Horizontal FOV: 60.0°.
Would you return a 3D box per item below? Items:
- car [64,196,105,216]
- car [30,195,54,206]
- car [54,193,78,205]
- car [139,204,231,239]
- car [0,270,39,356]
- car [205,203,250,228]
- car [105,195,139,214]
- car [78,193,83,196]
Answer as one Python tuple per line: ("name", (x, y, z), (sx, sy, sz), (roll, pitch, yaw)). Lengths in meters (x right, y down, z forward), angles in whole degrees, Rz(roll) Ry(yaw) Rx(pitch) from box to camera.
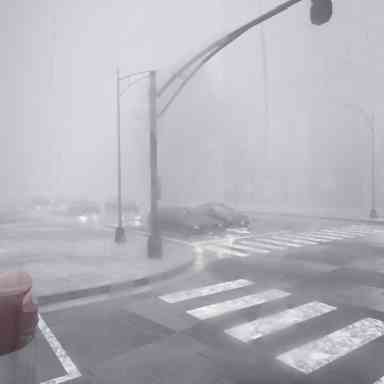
("car", (-10.114, 1.387, 31.115), (1.994, 1.385, 4.181), (-1, 1, -35))
("car", (-21.810, 1.208, 47.645), (2.033, 1.411, 5.357), (-1, 1, -35))
("car", (-19.293, 1.159, 49.716), (2.033, 1.411, 5.357), (-1, 1, -36))
("car", (-0.592, 1.506, 17.677), (2.033, 1.411, 5.357), (-1, 1, -34))
("car", (-4.179, 1.545, 3.677), (4.507, 1.381, 1.887), (0, -1, -36))
("car", (1.474, 1.427, 20.472), (1.812, 1.442, 4.674), (-1, 1, -36))
("car", (-6.790, 1.138, 32.044), (2.097, 1.767, 4.553), (-1, 1, -36))
("car", (-22.843, 0.924, 66.041), (1.812, 1.442, 4.674), (-1, 1, -36))
